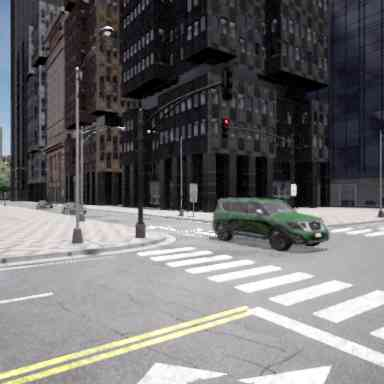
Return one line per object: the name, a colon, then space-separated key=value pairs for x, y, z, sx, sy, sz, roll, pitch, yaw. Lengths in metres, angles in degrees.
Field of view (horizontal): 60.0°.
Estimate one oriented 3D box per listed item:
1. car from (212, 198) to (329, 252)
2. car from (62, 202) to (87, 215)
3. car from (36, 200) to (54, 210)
car: x=3.166 y=1.289 z=14.766 sx=2.150 sy=2.045 sz=5.566 roll=0 pitch=-1 yaw=-35
car: x=-13.672 y=1.866 z=38.564 sx=1.812 sy=1.442 sz=4.674 roll=0 pitch=0 yaw=-35
car: x=-22.892 y=2.019 z=51.584 sx=1.812 sy=1.442 sz=4.674 roll=0 pitch=0 yaw=-35
